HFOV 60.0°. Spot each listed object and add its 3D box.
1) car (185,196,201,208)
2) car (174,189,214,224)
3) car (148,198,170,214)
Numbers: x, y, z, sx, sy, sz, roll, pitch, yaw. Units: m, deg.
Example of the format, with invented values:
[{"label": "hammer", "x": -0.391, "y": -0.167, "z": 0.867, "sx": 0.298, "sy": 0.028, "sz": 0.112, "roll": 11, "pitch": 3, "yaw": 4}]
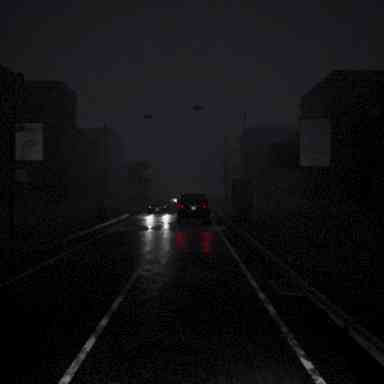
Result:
[{"label": "car", "x": 0.104, "y": 1.230, "z": 41.641, "sx": 1.895, "sy": 1.301, "sz": 4.718, "roll": 0, "pitch": 1, "yaw": 0}, {"label": "car", "x": 0.100, "y": 1.063, "z": 23.279, "sx": 2.150, "sy": 2.045, "sz": 5.566, "roll": 0, "pitch": 1, "yaw": 0}, {"label": "car", "x": -3.094, "y": 1.271, "z": 31.809, "sx": 1.812, "sy": 1.442, "sz": 4.674, "roll": 0, "pitch": 1, "yaw": 0}]
